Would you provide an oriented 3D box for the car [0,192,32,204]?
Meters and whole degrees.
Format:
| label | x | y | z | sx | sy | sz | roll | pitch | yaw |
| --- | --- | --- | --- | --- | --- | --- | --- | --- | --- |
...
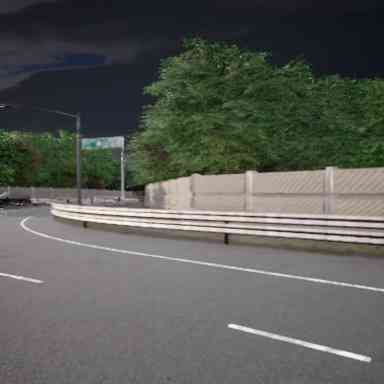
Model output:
| label | x | y | z | sx | sy | sz | roll | pitch | yaw |
| --- | --- | --- | --- | --- | --- | --- | --- | --- | --- |
| car | -25.849 | 1.017 | 47.537 | 2.150 | 2.045 | 5.566 | 0 | 0 | 32 |
